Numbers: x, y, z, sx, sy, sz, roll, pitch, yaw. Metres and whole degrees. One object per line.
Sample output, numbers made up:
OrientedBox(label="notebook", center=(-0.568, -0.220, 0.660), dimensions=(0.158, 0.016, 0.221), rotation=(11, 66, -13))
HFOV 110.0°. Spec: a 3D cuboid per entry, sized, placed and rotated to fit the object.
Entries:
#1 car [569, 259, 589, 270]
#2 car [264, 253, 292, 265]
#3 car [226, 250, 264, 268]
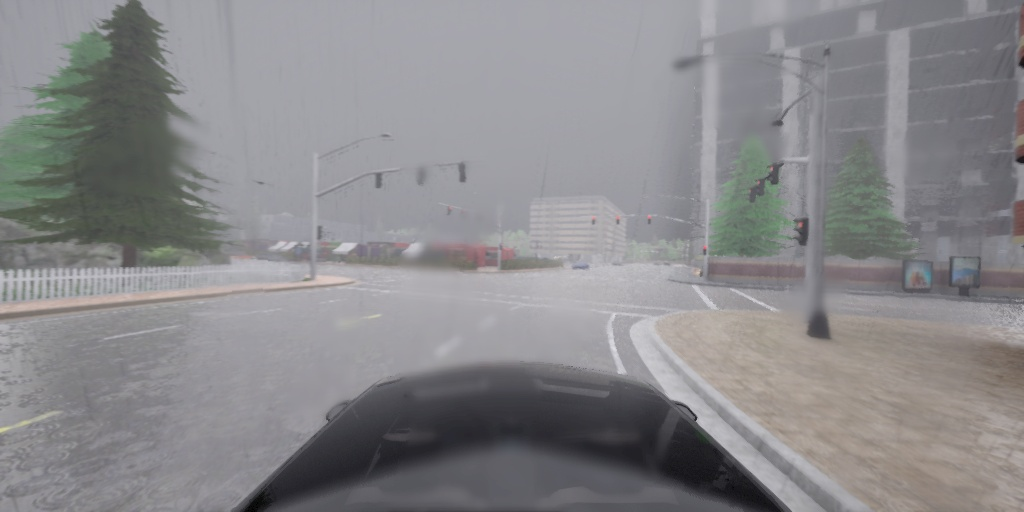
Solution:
OrientedBox(label="car", center=(11.305, 1.561, 58.697), dimensions=(1.882, 1.535, 5.008), rotation=(2, 1, 25))
OrientedBox(label="car", center=(-26.218, 0.444, 39.329), dimensions=(4.902, 1.511, 2.128), rotation=(2, 0, 26))
OrientedBox(label="car", center=(-27.815, 0.258, 36.215), dimensions=(4.553, 1.767, 2.097), rotation=(2, 0, 26))
